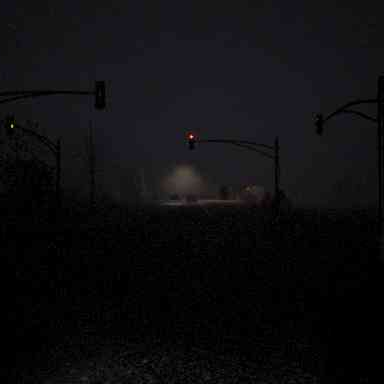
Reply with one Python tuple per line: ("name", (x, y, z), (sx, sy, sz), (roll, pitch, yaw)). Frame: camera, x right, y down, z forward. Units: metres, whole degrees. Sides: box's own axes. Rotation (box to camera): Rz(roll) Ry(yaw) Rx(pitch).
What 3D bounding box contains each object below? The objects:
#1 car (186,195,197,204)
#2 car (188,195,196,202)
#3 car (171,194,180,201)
("car", (-0.061, 1.424, 68.049), (2.097, 1.767, 4.553), (0, 0, 0))
("car", (-0.070, 1.425, 78.085), (1.837, 1.490, 4.892), (0, 0, 0))
("car", (-3.565, 1.195, 72.251), (1.837, 1.490, 4.892), (0, 0, 0))
